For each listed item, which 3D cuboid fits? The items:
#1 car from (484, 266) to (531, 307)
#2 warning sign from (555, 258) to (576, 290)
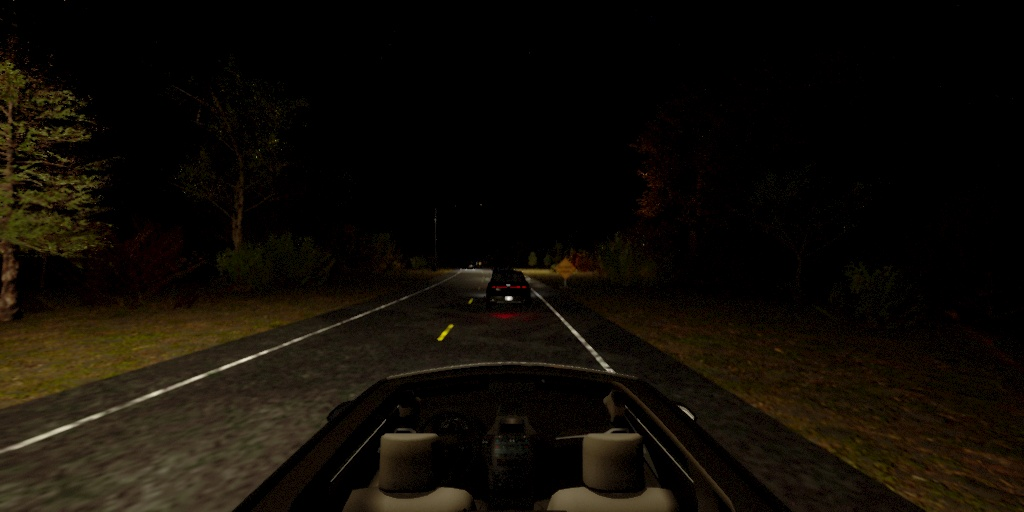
[{"bbox_3d":[-0.180,1.392,16.256,1.837,1.490,4.892,0,0,-1],"label":"car"},{"bbox_3d":[3.197,1.046,21.499,1.300,1.860,1.060,0,0,-2],"label":"warning sign"}]
